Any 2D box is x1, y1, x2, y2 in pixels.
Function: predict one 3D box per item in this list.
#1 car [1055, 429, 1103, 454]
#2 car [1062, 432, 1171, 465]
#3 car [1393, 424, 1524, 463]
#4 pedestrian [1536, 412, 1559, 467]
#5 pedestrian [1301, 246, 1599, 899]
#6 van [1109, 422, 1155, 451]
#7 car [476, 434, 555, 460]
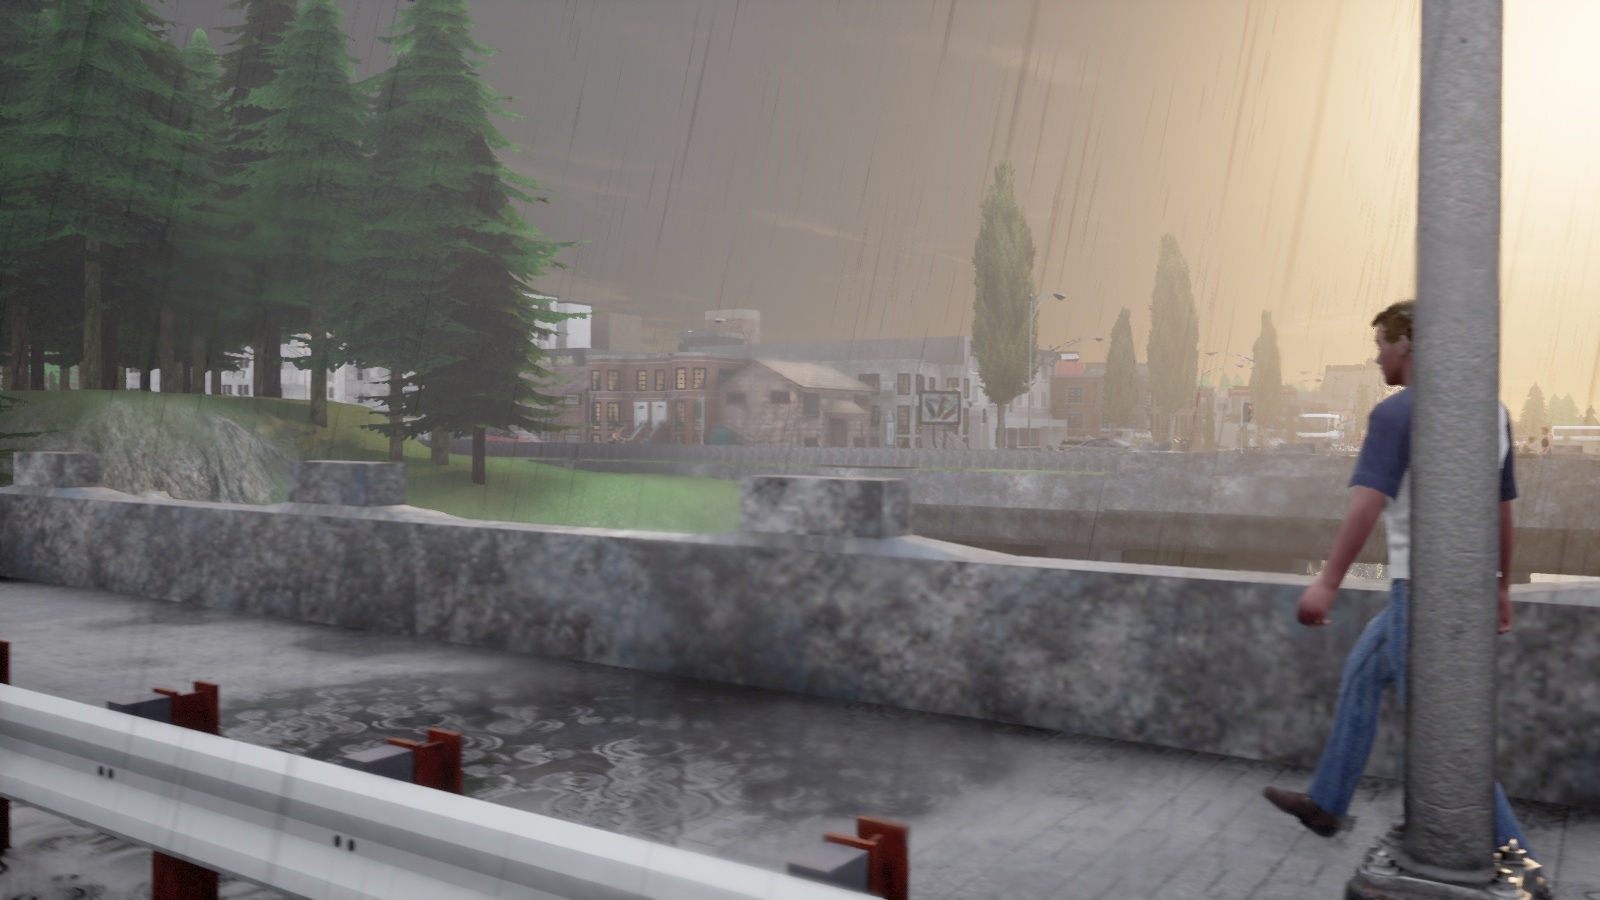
[{"bbox_3d":[17.966,-0.556,80.830,1.789,1.549,3.705,0,1,34],"label":"car"},{"bbox_3d":[13.784,-0.077,54.790,4.181,1.385,1.994,0,1,41],"label":"car"},{"bbox_3d":[26.597,-0.256,50.790,4.514,1.525,2.007,0,1,34],"label":"car"},{"bbox_3d":[24.796,-0.352,41.668,0.594,1.836,0.345,0,1,14],"label":"pedestrian"},{"bbox_3d":[1.910,0.373,3.731,0.354,1.836,0.706,-1,1,-31],"label":"pedestrian"},{"bbox_3d":[23.659,-0.950,89.388,1.775,1.987,4.442,0,1,34],"label":"van"},{"bbox_3d":[-17.008,-0.191,75.023,4.514,1.525,2.007,0,1,34],"label":"car"}]
